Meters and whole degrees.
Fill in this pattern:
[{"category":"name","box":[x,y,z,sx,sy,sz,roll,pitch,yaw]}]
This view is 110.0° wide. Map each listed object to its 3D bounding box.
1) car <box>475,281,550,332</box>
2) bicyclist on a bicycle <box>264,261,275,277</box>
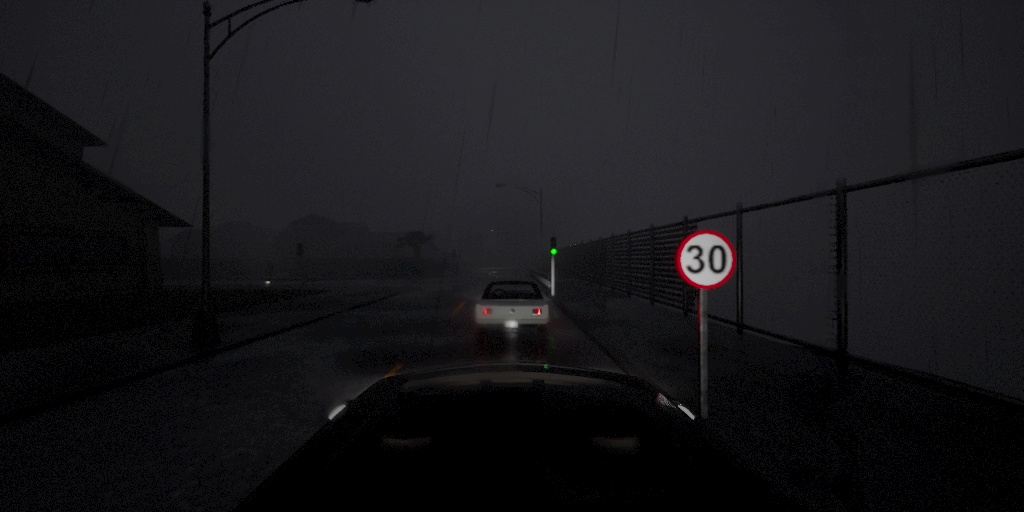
[{"category":"car","box":[0.009,1.414,11.086,1.895,1.301,4.718,0,0,0]},{"category":"bicyclist on a bicycle","box":[-24.283,1.334,35.983,0.582,1.620,1.656,0,0,0]}]
